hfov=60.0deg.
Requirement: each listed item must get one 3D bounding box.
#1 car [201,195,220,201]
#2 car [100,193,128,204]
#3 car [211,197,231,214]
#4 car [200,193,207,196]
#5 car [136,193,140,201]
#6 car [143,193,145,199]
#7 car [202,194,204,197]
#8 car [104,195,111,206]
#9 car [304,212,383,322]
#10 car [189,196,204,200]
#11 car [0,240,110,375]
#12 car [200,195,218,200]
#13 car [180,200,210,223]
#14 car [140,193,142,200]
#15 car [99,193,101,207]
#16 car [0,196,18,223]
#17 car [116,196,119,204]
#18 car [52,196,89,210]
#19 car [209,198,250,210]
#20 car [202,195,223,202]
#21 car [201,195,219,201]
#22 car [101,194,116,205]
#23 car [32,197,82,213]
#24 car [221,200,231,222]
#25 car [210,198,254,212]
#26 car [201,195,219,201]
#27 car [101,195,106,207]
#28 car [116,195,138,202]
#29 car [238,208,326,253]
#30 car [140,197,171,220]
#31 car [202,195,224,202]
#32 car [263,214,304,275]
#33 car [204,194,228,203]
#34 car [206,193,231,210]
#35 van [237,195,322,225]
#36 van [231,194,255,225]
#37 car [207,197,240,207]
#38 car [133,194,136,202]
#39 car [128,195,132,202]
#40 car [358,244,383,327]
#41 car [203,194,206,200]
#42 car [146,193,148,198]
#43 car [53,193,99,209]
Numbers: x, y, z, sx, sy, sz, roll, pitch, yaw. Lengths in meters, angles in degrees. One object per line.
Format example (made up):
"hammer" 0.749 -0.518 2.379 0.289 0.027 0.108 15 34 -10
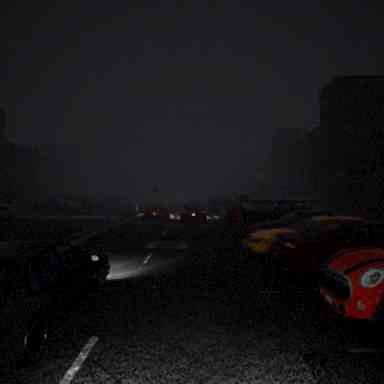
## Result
"car" 4.823 1.567 86.679 5.008 1.535 2.097 0 0 0
"car" -15.529 1.261 62.535 5.566 2.045 2.435 0 0 0
"car" 4.678 1.539 33.882 4.792 1.488 2.163 0 0 0
"car" 4.791 1.262 64.448 5.566 2.045 2.435 0 0 0
"car" -15.379 1.525 76.324 5.366 1.575 1.946 0 0 0
"car" -15.582 1.592 87.353 4.792 1.488 2.163 0 0 0
"car" 4.717 1.539 58.887 4.792 1.488 2.163 0 0 0
"car" -15.545 1.562 51.506 4.674 1.452 2.002 0 0 0
"car" 4.741 1.360 6.088 4.553 1.767 2.185 0 0 0
"car" 0.099 1.595 42.497 1.994 1.385 4.181 0 0 0
"car" -2.901 1.553 5.698 2.033 1.411 5.357 0 0 0
"car" 4.860 1.603 95.141 5.008 1.535 2.097 0 0 0
"car" 0.105 1.589 25.835 1.994 1.385 4.181 0 0 0
"car" -15.529 1.572 81.837 4.792 1.488 2.163 0 0 0
"car" -15.512 1.406 45.990 4.553 1.767 2.185 0 0 0
"car" -15.552 1.289 23.928 5.566 2.045 2.435 0 0 0
"car" -15.555 1.555 57.020 4.674 1.452 2.002 0 0 0
"car" -15.540 1.578 40.474 4.674 1.452 2.002 0 0 0
"car" 4.711 1.511 42.221 5.008 1.535 2.097 0 0 0
"car" 4.833 1.570 78.466 4.792 1.488 2.163 0 0 0
"car" 4.867 1.608 89.583 4.792 1.488 2.163 0 0 0
"car" -15.545 1.518 54.263 5.008 1.535 2.097 0 0 0
"car" -15.506 1.571 37.716 4.792 1.488 2.163 0 0 0
"car" 4.701 1.505 22.764 4.892 1.521 2.231 0 0 0
"car" 4.700 1.512 39.441 4.892 1.521 2.231 0 0 0
"car" 4.840 1.592 92.361 4.892 1.521 2.231 0 0 0
"car" -15.543 1.567 48.618 4.674 1.452 2.002 0 0 0
"car" -15.532 1.565 79.082 4.792 1.488 2.163 0 0 0
"car" 4.523 1.489 11.646 5.366 1.575 1.946 0 0 0
"car" -2.905 1.504 28.267 1.882 1.535 5.008 0 0 0
"car" 4.803 1.535 75.687 4.892 1.521 2.231 0 0 0
"car" 4.704 1.489 8.867 5.008 1.535 2.097 0 0 0
"car" 4.803 1.392 67.260 4.553 1.767 2.185 0 0 0
"car" 4.678 1.259 36.662 5.566 2.045 2.435 0 0 0
"van" 4.825 1.273 17.205 4.442 1.987 1.878 0 0 0
"van" 4.825 1.275 19.985 4.442 1.987 1.878 0 0 0
"car" 4.749 1.539 50.552 4.792 1.488 2.163 0 0 0
"car" -15.752 1.519 73.562 5.366 1.575 1.946 0 0 0
"car" -15.748 1.511 68.047 5.366 1.575 1.946 0 0 0
"car" 4.705 1.483 3.306 5.008 1.535 2.097 0 0 0
"car" 4.914 1.506 53.330 5.366 1.575 1.946 0 0 0
"car" -15.541 1.587 92.867 5.008 1.535 2.097 0 0 0
"car" -15.512 1.284 43.232 5.566 2.045 2.435 0 0 0
